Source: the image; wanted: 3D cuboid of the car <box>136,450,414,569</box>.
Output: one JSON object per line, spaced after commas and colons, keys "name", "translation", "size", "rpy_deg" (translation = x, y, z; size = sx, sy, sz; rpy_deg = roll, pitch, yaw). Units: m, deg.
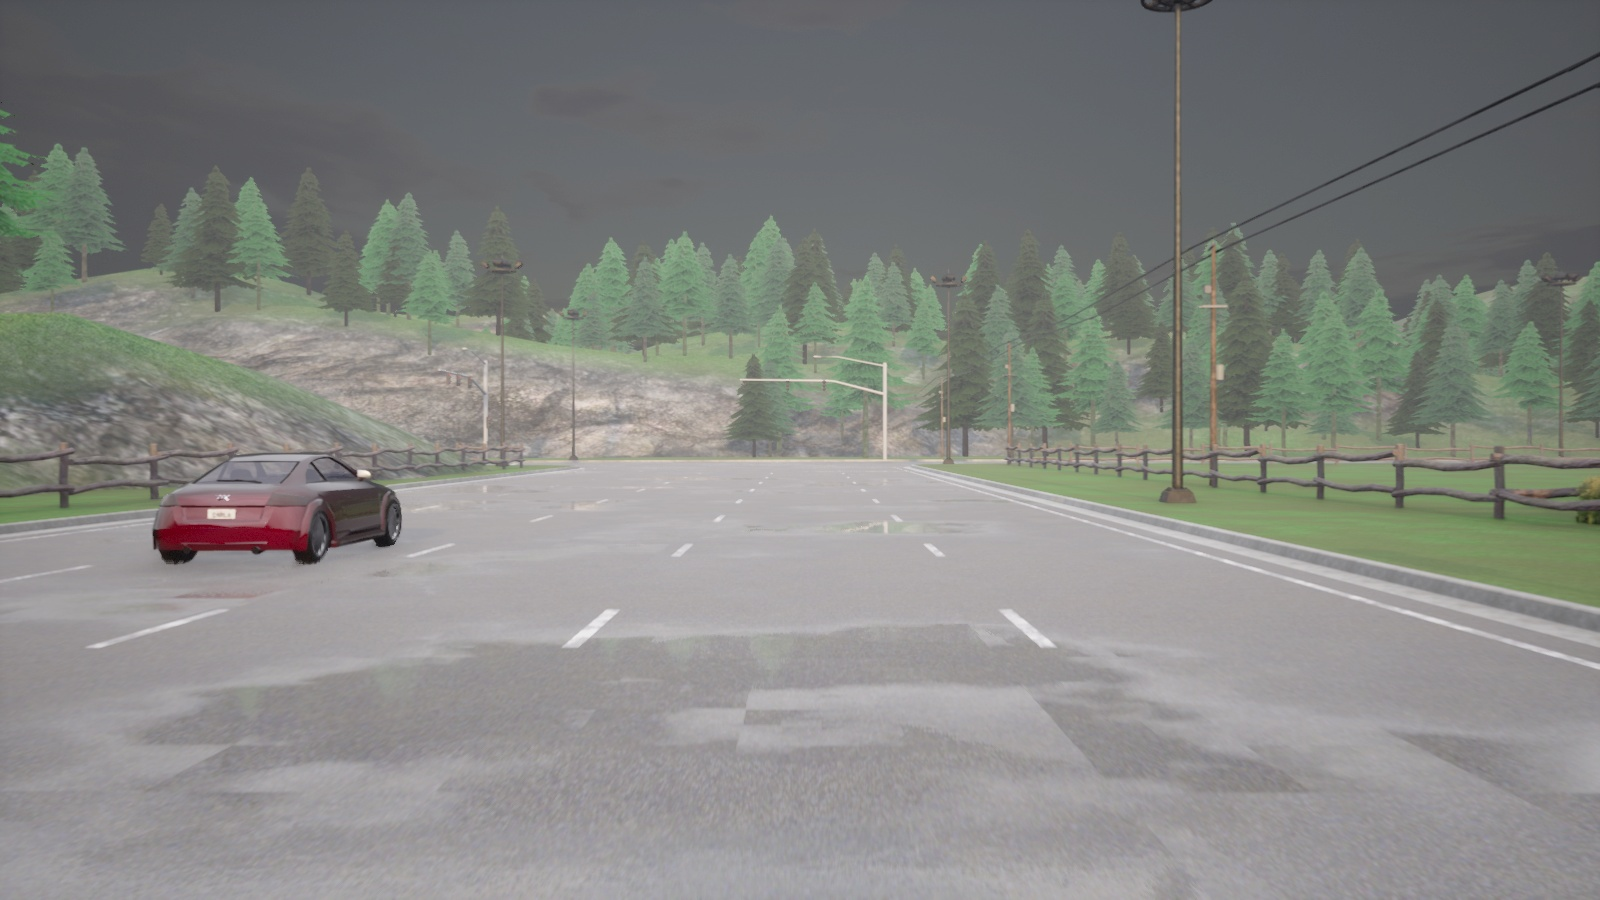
{"name": "car", "translation": [-6.889, 0.709, 17.016], "size": [1.994, 1.385, 4.181], "rpy_deg": [0, 0, 0]}
